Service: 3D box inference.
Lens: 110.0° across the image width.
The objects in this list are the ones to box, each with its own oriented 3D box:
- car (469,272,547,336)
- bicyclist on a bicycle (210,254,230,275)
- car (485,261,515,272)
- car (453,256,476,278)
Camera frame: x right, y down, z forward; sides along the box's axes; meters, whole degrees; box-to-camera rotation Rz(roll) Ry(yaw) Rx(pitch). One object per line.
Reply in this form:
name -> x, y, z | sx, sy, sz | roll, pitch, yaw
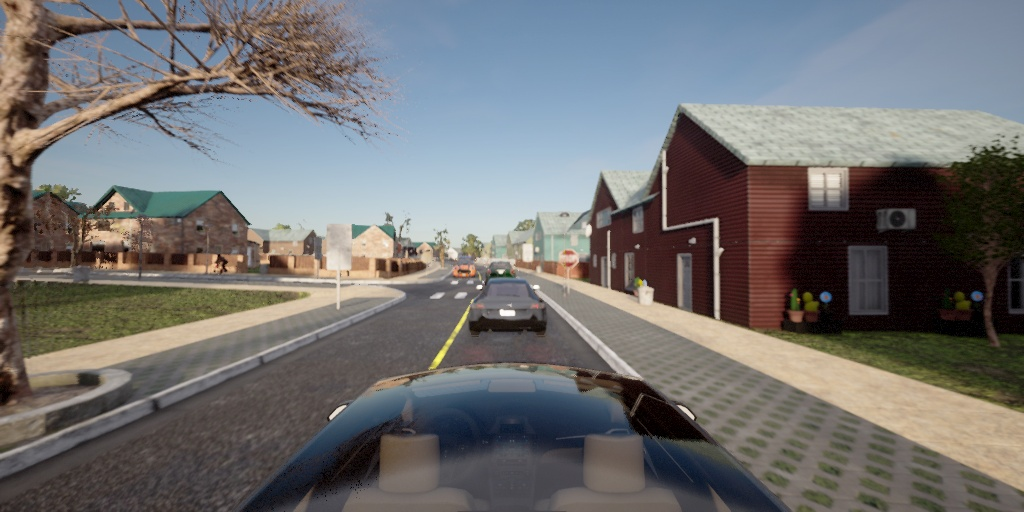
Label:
car -> -0.108, 1.326, 10.442 | 1.994, 1.385, 4.181 | 0, 0, 0
bicyclist on a bicycle -> -22.201, 0.670, 27.327 | 0.582, 1.620, 1.656 | 1, 0, 7
car -> -0.904, 1.140, 26.385 | 2.097, 1.767, 4.553 | 0, 0, -4
car -> -4.629, 1.151, 35.058 | 2.097, 1.767, 4.553 | 0, 0, -6
